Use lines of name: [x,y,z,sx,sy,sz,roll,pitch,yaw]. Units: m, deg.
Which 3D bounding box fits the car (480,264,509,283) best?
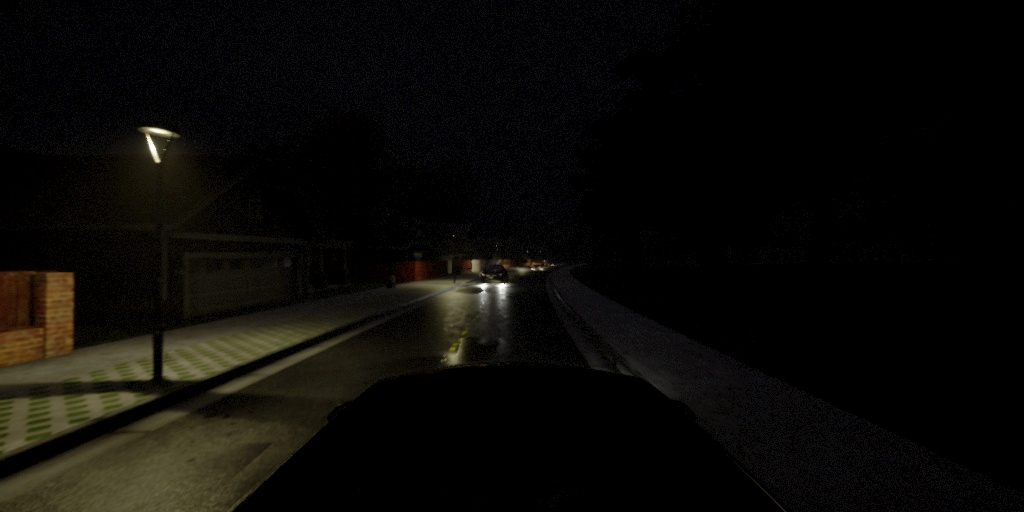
car: [-1.398,1.441,30.083,1.812,1.442,4.674,0,0,6]
